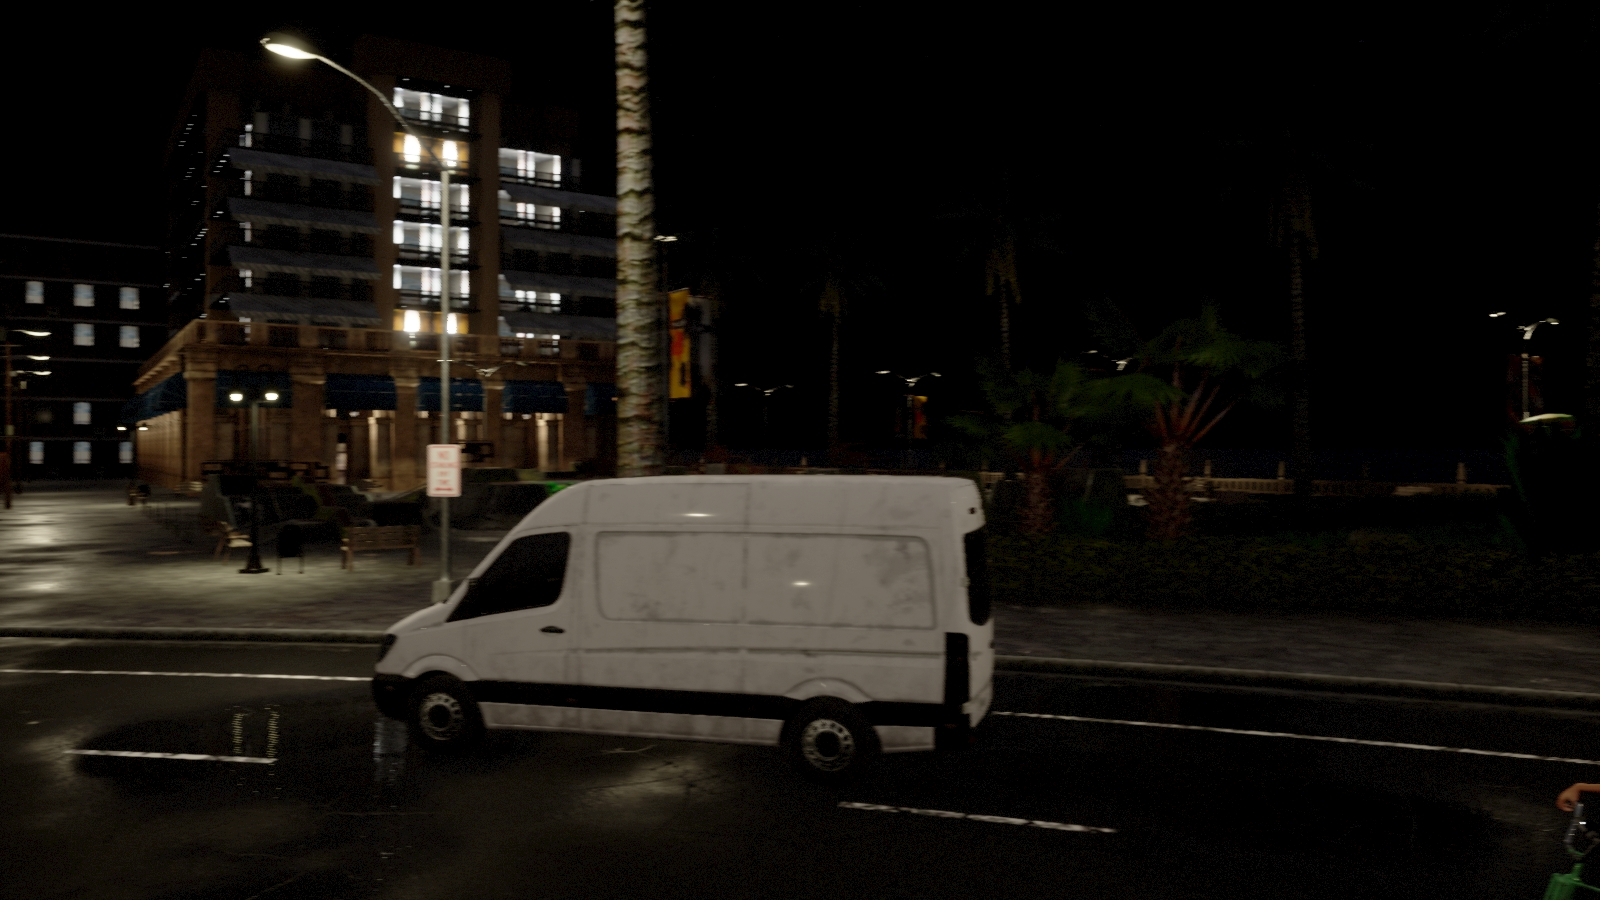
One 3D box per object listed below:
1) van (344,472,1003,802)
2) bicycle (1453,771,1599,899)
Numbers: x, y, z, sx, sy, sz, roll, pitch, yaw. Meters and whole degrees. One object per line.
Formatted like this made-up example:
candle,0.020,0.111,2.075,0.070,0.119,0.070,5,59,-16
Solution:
van,-1.160,1.522,10.859,5.915,2.561,1.988,0,0,16
bicycle,4.002,2.248,5.402,1.487,1.080,0.859,0,0,22
